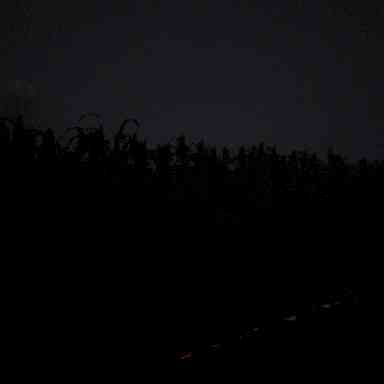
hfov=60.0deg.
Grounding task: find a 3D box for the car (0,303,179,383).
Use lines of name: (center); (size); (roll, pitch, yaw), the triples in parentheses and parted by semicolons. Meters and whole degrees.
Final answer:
car: (-2.262, 1.493, 1.456); (4.902, 1.511, 2.128); (0, 0, -36)
